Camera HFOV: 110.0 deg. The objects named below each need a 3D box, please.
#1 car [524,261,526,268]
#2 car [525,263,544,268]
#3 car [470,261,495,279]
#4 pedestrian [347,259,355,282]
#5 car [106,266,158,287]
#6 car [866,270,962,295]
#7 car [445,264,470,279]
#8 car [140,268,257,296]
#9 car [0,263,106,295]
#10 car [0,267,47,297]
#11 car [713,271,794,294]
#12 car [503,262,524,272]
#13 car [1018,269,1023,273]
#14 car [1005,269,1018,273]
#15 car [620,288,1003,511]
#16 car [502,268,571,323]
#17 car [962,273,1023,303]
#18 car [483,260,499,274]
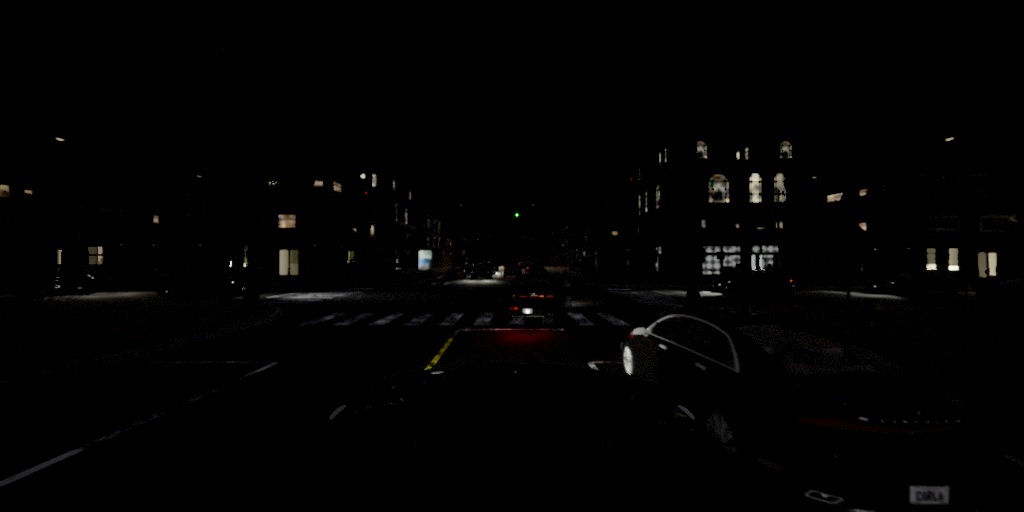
[{"bbox_3d":[2.622,1.761,47.923,1.802,1.307,4.207,0,0,0],"label":"car"},{"bbox_3d":[2.638,1.642,36.881,1.948,1.339,4.313,0,0,0],"label":"car"},{"bbox_3d":[-3.137,1.560,37.565,1.882,1.535,5.008,0,-1,1],"label":"car"},{"bbox_3d":[-12.590,1.124,28.015,0.375,1.860,0.375,0,-1,1],"label":"pedestrian"},{"bbox_3d":[-25.488,1.411,25.234,4.829,1.417,1.751,0,0,1],"label":"car"},{"bbox_3d":[24.596,1.596,21.960,4.674,1.442,1.812,0,-1,1],"label":"car"},{"bbox_3d":[-5.742,1.658,36.882,1.802,1.307,4.207,0,0,0],"label":"car"},{"bbox_3d":[-16.595,1.439,19.329,4.718,1.301,1.895,0,-1,1],"label":"car"},{"bbox_3d":[-25.643,1.153,19.460,4.553,1.767,2.097,0,-1,1],"label":"car"},{"bbox_3d":[-25.437,1.314,16.853,4.403,1.370,2.007,0,0,1],"label":"car"},{"bbox_3d":[14.781,1.588,22.092,4.181,1.385,1.994,0,-1,1],"label":"car"},{"bbox_3d":[0.040,1.592,41.021,1.882,1.535,5.008,0,-1,0],"label":"car"},{"bbox_3d":[34.840,1.598,21.803,5.008,1.535,1.882,0,-1,1],"label":"car"},{"bbox_3d":[34.808,1.597,24.396,4.097,1.591,1.967,0,0,1],"label":"car"},{"bbox_3d":[2.688,1.326,4.492,2.007,1.370,4.403,0,0,0],"label":"car"},{"bbox_3d":[0.960,1.357,12.740,1.837,1.490,4.892,-1,-1,12],"label":"car"},{"bbox_3d":[23.622,1.563,16.136,4.207,1.307,1.802,0,0,1],"label":"car"},{"bbox_3d":[-3.133,1.675,46.974,1.837,1.490,4.892,0,-1,0],"label":"car"}]
